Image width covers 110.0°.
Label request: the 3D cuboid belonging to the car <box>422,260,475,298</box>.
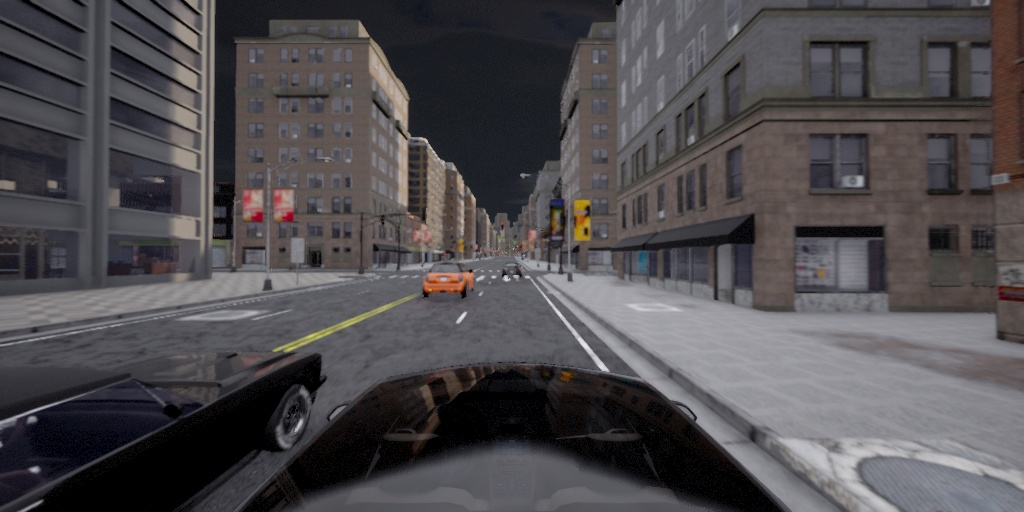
[{"bbox_3d":[-3.152,1.090,18.666,2.097,1.767,4.553,0,0,0],"label":"car"}]

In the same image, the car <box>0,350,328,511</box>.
[{"bbox_3d":[-3.149,1.351,2.194,1.895,1.301,4.718,0,0,0],"label":"car"}]

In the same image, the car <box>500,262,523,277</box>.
[{"bbox_3d":[0.004,1.266,34.400,1.812,1.442,4.674,0,0,0],"label":"car"}]
